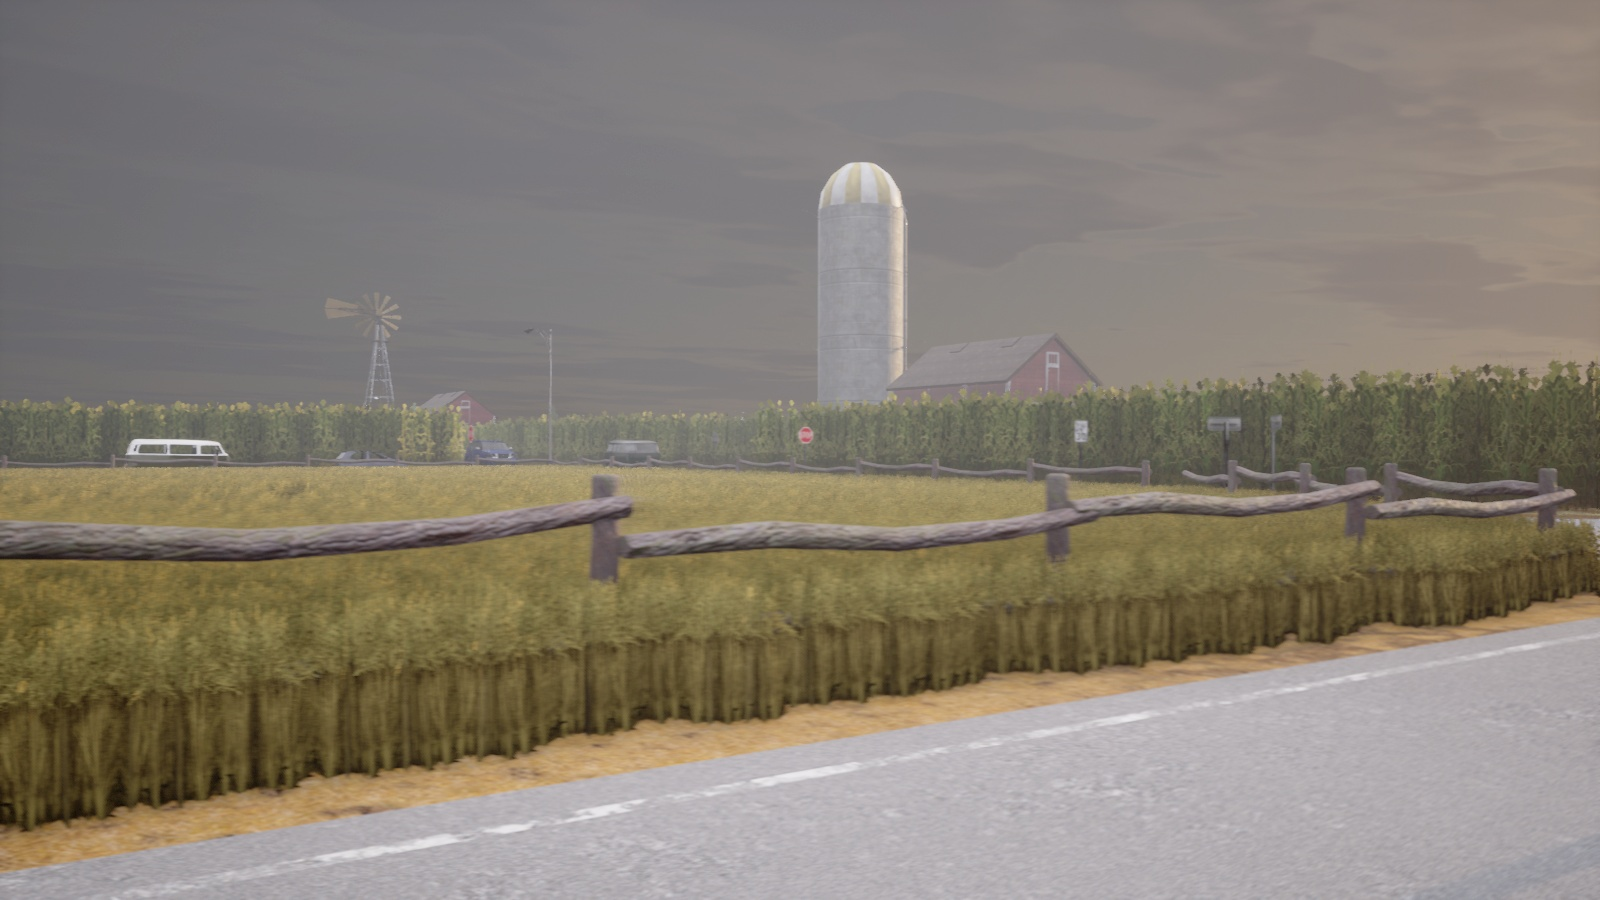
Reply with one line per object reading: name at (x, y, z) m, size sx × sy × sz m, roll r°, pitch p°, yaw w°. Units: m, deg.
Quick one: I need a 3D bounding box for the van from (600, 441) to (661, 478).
van at (-9.564, 0.473, 70.540) m, size 1.775 × 1.987 × 4.442 m, roll -1°, pitch 1°, yaw -31°

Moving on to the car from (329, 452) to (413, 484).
car at (-21.305, 0.882, 62.380) m, size 3.633 × 1.501 × 1.845 m, roll -1°, pitch 0°, yaw -31°

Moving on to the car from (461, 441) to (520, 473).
car at (-20.343, 0.451, 82.333) m, size 2.150 × 2.045 × 5.566 m, roll 0°, pitch 0°, yaw -31°

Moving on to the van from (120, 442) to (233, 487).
van at (-28.705, 0.645, 57.849) m, size 4.480 × 2.038 × 2.069 m, roll 0°, pitch 0°, yaw -31°
